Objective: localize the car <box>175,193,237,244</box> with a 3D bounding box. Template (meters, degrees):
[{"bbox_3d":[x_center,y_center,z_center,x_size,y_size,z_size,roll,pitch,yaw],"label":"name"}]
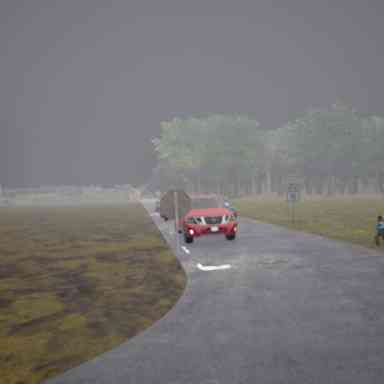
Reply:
[{"bbox_3d":[0.436,1.118,16.078,2.150,2.045,5.566,-3,1,-10],"label":"car"}]

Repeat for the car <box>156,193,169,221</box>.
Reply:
[{"bbox_3d":[-1.316,1.073,26.293,2.150,2.045,5.566,-3,1,-10],"label":"car"}]

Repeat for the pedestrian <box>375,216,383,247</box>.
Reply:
[{"bbox_3d":[6.528,1.367,11.412,0.500,1.100,0.500,-3,1,-10],"label":"pedestrian"}]

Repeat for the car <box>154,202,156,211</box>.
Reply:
[{"bbox_3d":[-2.993,1.364,36.105,1.812,1.442,4.674,-3,0,-9],"label":"car"}]

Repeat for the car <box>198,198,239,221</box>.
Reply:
[{"bbox_3d":[1.887,1.275,25.116,1.994,1.385,4.181,-3,1,-10],"label":"car"}]
